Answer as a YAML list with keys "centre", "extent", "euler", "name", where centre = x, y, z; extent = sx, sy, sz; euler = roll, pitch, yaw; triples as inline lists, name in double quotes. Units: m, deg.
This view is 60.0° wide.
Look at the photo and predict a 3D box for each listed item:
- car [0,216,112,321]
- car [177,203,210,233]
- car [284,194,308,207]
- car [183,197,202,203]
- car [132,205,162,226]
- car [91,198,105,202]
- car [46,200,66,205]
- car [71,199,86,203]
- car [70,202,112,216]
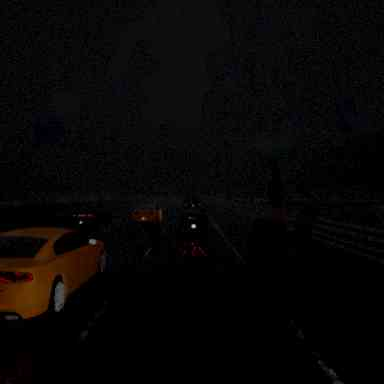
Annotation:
- centre: [-3.404, 1.553, 7.600]
  extent: [1.882, 1.535, 5.008]
  euler: [0, -1, 0]
  name: "car"
- centre: [0.090, 1.711, 21.386]
  extent: [1.837, 1.490, 4.892]
  euler: [0, 0, 0]
  name: "car"
- centre: [17.453, 1.448, 56.733]
  extent: [2.150, 2.045, 5.566]
  euler: [1, -2, -17]
  name: "car"
- centre: [0.081, 1.596, 40.331]
  extent: [2.150, 2.045, 5.566]
  euler: [0, 0, 0]
  name: "car"
- centre: [-3.413, 1.723, 25.773]
  extent: [1.882, 1.535, 5.008]
  euler: [0, -1, 0]
  name: "car"
- centre: [-17.552, 1.913, 61.998]
  extent: [2.097, 1.767, 4.553]
  euler: [0, -1, 0]
  name: "car"
- centre: [-24.545, 2.146, 60.235]
  extent: [1.895, 1.301, 4.718]
  euler: [0, 0, 0]
  name: "car"
- centre: [-21.047, 2.063, 61.923]
  extent: [1.837, 1.490, 4.892]
  euler: [0, 0, 0]
  name: "car"
- centre: [-6.911, 1.713, 23.141]
  extent: [2.128, 1.511, 4.902]
  euler: [0, -1, 0]
  name: "car"
